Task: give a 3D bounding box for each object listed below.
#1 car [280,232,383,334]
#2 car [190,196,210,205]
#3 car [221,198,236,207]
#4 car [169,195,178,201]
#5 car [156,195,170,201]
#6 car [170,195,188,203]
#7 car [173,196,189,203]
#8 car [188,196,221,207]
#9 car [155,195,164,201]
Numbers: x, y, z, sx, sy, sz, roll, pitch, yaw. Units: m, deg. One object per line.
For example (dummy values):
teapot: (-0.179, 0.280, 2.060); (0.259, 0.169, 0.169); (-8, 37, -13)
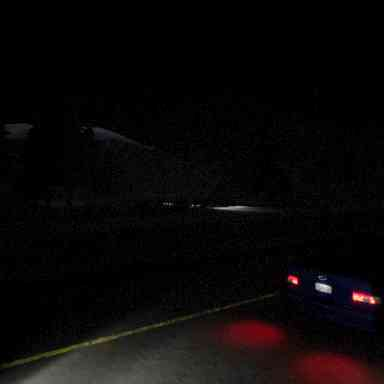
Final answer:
car: (4.099, 1.547, 6.659); (5.357, 1.411, 2.033); (0, 0, -35)
car: (1.381, 1.526, 60.449); (1.812, 1.442, 4.674); (0, 0, -22)
car: (5.148, 1.564, 52.574); (1.994, 1.385, 4.181); (0, 0, -29)
car: (-4.893, 1.524, 86.235); (2.128, 1.511, 4.902); (0, 0, -7)
car: (-5.515, 1.511, 69.410); (2.128, 1.511, 4.902); (0, 0, -18)
car: (-1.956, 1.564, 59.387); (1.994, 1.385, 4.181); (0, 0, -21)
car: (-2.335, 1.540, 71.062); (2.033, 1.411, 5.357); (0, 0, -18)
car: (1.840, 1.491, 51.322); (2.128, 1.511, 4.902); (0, 0, -27)
car: (-8.147, 1.537, 83.458); (2.033, 1.411, 5.357); (0, 0, -7)
